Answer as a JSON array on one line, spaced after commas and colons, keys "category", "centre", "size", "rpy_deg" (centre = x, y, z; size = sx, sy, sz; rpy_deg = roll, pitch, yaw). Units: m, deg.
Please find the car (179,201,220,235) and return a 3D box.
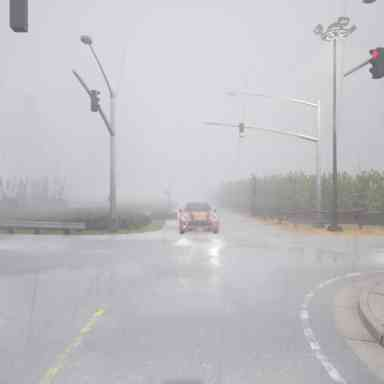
[{"category": "car", "centre": [0.321, 1.332, 19.090], "size": [2.097, 1.767, 4.553], "rpy_deg": [0, 0, -2]}]
